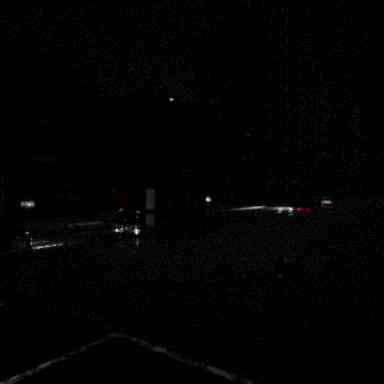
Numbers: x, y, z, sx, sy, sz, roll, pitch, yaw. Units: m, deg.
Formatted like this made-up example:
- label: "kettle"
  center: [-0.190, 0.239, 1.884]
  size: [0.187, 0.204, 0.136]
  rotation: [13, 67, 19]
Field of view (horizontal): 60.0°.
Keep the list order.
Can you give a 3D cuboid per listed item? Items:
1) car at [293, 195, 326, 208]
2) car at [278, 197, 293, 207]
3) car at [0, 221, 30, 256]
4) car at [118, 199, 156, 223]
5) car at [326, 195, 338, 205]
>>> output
- label: "car"
  center: [15.050, 1.220, 42.441]
  size: [2.128, 1.511, 4.902]
  rotation: [0, 0, 36]
- label: "car"
  center: [13.251, 1.308, 44.806]
  size: [1.895, 1.301, 4.718]
  rotation: [0, 0, 36]
- label: "car"
  center: [-6.661, 1.335, 9.472]
  size: [1.837, 1.490, 4.892]
  rotation: [-2, 1, 6]
- label: "car"
  center: [-2.786, 1.114, 22.261]
  size: [2.097, 1.767, 4.553]
  rotation: [0, 0, 35]
- label: "car"
  center: [21.034, 1.199, 50.961]
  size: [2.128, 1.511, 4.902]
  rotation: [0, 0, 35]
